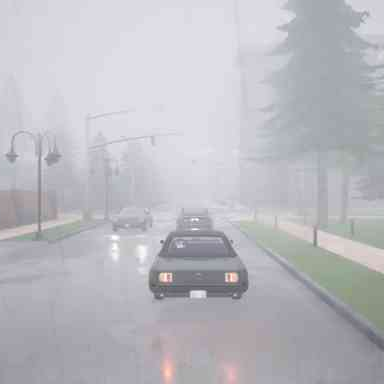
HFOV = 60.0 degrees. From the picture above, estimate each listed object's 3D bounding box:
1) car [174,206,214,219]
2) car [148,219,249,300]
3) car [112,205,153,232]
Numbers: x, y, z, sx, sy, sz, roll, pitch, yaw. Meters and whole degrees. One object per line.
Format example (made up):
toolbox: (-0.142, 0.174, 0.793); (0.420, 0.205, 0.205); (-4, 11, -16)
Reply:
car: (0.131, 1.505, 17.627); (1.837, 1.490, 4.892); (0, 0, 0)
car: (0.118, 1.601, 8.366); (1.895, 1.301, 4.718); (0, 0, 0)
car: (-3.467, 1.531, 20.155); (1.812, 1.442, 4.674); (0, 0, 0)
